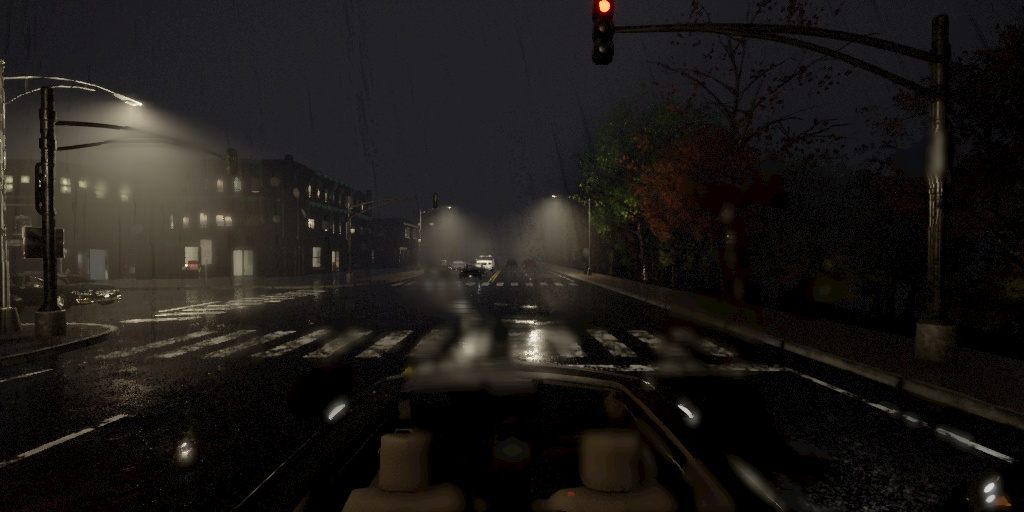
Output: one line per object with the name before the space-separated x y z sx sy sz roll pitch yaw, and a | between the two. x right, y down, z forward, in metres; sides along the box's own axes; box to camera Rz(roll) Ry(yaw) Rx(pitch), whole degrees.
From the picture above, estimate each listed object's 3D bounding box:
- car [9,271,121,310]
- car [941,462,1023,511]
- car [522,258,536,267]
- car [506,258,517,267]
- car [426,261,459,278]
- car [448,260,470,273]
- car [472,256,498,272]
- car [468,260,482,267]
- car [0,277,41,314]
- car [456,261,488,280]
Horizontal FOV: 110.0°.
car | -19.619 1.472 15.208 4.892 1.490 1.837 -1 1 0
car | 3.355 1.314 0.186 1.994 1.385 4.181 0 0 0
car | 3.221 1.204 63.193 1.882 1.535 5.008 0 0 0
car | -0.031 1.204 63.774 1.882 1.535 5.008 0 0 0
car | -6.668 1.231 33.569 2.128 1.511 4.902 0 0 0
car | -6.693 1.282 45.585 2.033 1.411 5.357 0 0 0
car | -3.436 0.956 46.559 2.150 2.045 5.566 0 0 0
car | -6.656 1.326 65.029 1.895 1.301 4.718 0 0 0
car | -19.970 1.565 12.502 4.313 1.339 1.948 0 0 0
car | -3.414 1.341 31.650 1.895 1.301 4.718 0 0 0
